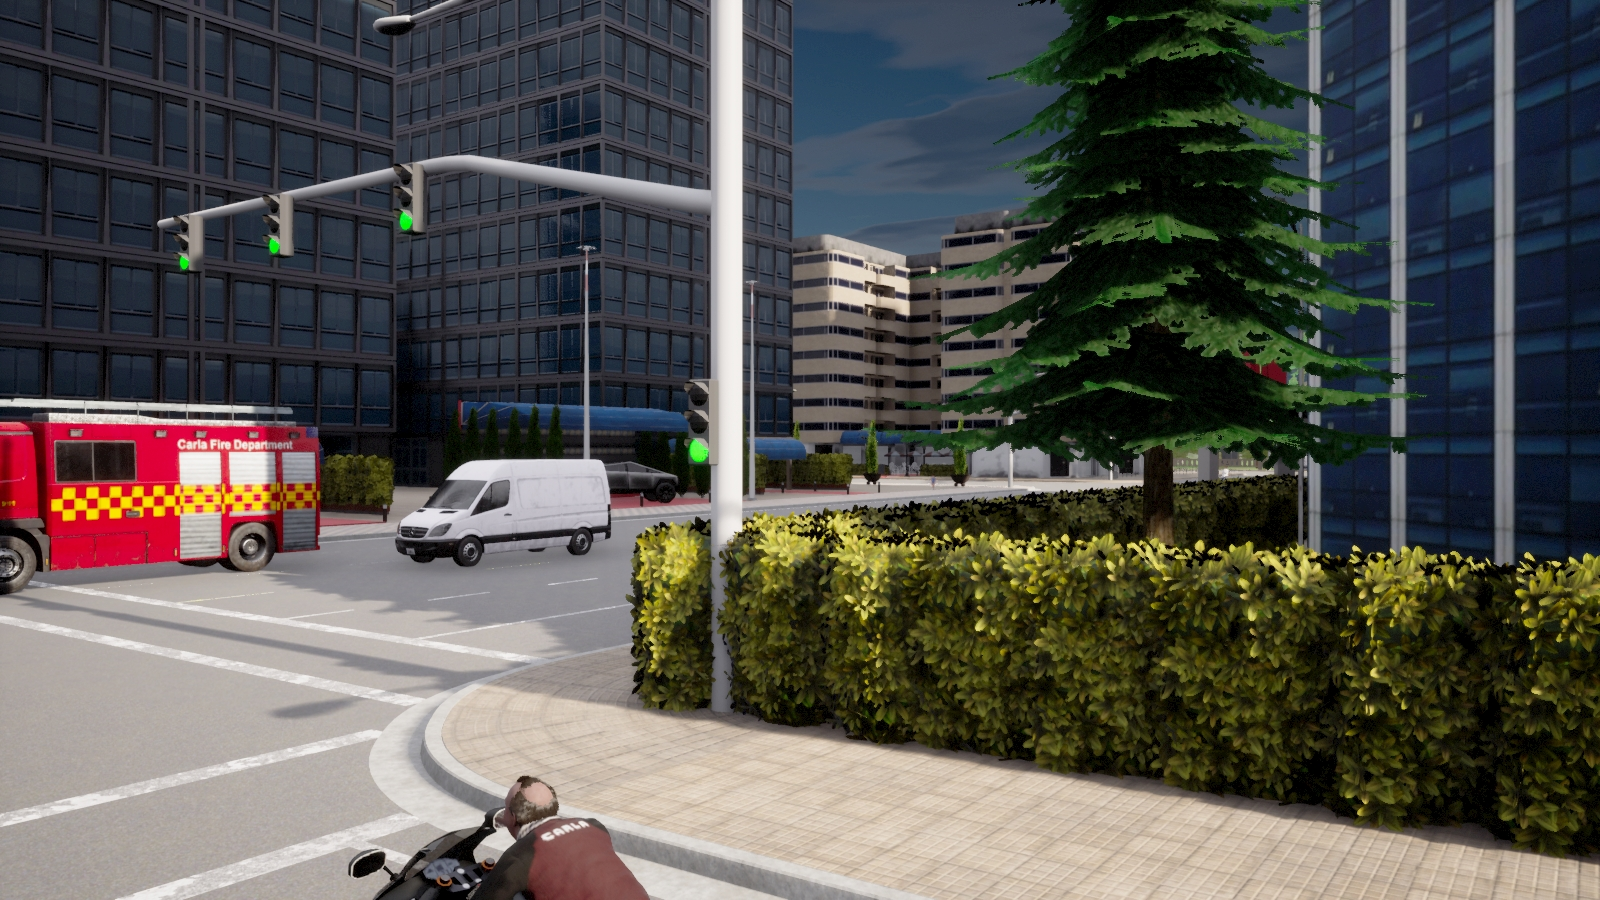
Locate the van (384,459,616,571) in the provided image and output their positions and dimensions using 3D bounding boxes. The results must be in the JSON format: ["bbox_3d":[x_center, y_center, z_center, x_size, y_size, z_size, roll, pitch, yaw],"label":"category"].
[{"bbox_3d":[-7.573,1.533,29.577,1.988,2.561,5.915,0,0,35],"label":"van"}]

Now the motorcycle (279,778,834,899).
[{"bbox_3d":[-1.027,2.205,4.504,2.209,1.251,0.867,0,0,35],"label":"motorcycle"}]

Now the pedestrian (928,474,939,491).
[{"bbox_3d":[8.576,2.074,73.354,0.500,1.100,0.500,0,0,33],"label":"pedestrian"}]

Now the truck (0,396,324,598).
[{"bbox_3d":[-14.959,0.889,24.598,2.891,3.827,8.468,0,0,34],"label":"truck"}]
